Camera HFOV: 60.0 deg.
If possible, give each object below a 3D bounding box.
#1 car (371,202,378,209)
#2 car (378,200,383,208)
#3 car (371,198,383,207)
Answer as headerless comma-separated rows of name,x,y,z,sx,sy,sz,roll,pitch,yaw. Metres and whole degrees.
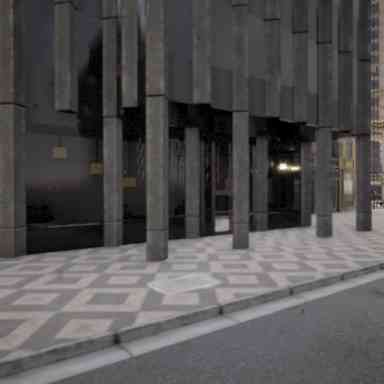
car,25.068,1.756,49.146,1.752,1.417,4.829,-1,0,-35
car,28.272,1.683,44.627,1.752,1.417,4.829,-1,0,-35
car,31.919,1.755,54.223,1.947,1.339,4.313,-1,0,-35
